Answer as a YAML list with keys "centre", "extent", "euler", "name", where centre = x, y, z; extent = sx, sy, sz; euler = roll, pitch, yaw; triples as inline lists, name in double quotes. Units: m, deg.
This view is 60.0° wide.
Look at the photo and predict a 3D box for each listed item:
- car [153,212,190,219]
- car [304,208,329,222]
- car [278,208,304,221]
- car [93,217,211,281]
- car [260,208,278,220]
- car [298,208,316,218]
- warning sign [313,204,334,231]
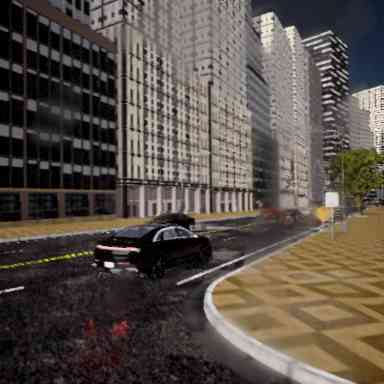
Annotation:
- centre: [-1.540, 2.222, 23.772]
  extent: [1.882, 1.535, 5.008]
  euler: [-1, -2, 29]
  name: "car"
- centre: [15.412, 2.735, 40.280]
  extent: [2.128, 1.511, 4.902]
  euler: [-1, -2, 29]
  name: "car"
- centre: [12.858, 2.836, 42.482]
  extent: [1.837, 1.490, 4.892]
  euler: [-1, -2, 30]
  name: "car"
- centre: [-1.028, 1.796, 10.995]
  extent: [2.128, 1.511, 4.902]
  euler: [-1, -2, 29]
  name: "car"
- centre: [10.827, 2.925, 45.659]
  extent: [1.882, 1.535, 5.008]
  euler: [-1, -2, 30]
  name: "car"
- centre: [17.861, 3.222, 51.478]
  extent: [1.895, 1.301, 4.718]
  euler: [-1, -2, 29]
  name: "car"
- centre: [9.632, 1.837, 24.357]
  extent: [1.300, 1.860, 1.060]
  euler: [0, -1, 29]
  name: "warning sign"
